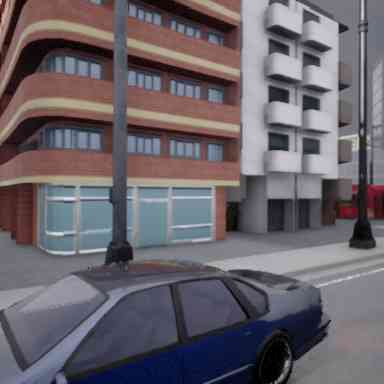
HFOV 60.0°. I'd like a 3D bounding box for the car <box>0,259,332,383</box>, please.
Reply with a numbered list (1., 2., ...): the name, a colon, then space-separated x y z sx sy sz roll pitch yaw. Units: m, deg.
1. car: -0.650 1.554 3.680 5.357 1.411 2.033 0 0 -36
